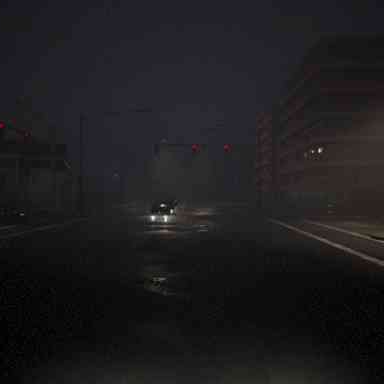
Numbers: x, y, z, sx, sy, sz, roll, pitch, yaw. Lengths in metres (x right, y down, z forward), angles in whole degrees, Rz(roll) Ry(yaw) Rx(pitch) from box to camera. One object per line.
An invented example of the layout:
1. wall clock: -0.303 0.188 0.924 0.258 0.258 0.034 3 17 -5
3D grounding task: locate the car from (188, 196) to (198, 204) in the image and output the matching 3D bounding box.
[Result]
1. car: 0.260 1.526 65.000 1.812 1.442 4.674 0 0 0

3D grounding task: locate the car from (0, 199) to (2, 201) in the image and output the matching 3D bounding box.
1. car: -24.046 1.456 38.922 3.806 1.475 1.970 0 0 1

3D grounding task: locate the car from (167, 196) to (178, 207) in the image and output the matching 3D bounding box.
1. car: -3.248 1.564 43.955 1.994 1.385 4.181 0 0 0

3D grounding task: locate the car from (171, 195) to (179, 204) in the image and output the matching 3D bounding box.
1. car: -3.321 1.352 52.551 2.097 1.767 4.553 0 0 0

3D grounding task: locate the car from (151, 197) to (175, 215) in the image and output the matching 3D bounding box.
1. car: -3.168 1.547 34.715 2.033 1.411 5.357 0 0 -1

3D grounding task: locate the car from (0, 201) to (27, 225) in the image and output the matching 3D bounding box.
1. car: -13.993 1.564 23.493 4.181 1.385 1.994 0 0 0

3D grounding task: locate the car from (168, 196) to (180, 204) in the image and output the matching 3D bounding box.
1. car: -3.382 1.564 62.569 1.994 1.385 4.181 0 0 0
